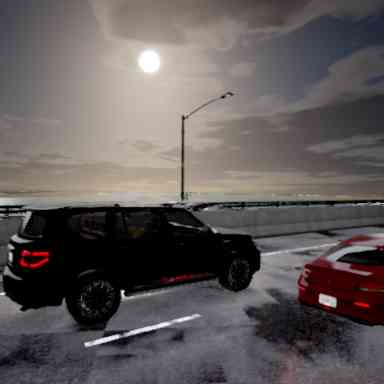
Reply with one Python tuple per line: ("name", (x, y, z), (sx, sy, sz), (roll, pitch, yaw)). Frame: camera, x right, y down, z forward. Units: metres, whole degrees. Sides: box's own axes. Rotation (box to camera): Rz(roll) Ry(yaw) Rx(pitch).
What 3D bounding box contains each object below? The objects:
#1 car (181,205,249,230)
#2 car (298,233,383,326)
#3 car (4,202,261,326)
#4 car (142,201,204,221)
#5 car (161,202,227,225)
("car", (1.565, 1.641, 22.242), (4.181, 1.385, 1.994), (0, 0, -35))
("car", (4.026, 1.563, 6.597), (4.674, 1.442, 1.812), (0, 0, -35))
("car", (-0.966, 1.239, 7.348), (5.566, 2.045, 2.150), (0, 0, -35))
("car", (-1.610, 1.574, 28.566), (4.902, 1.511, 2.128), (0, 0, -35))
("car", (0.188, 1.586, 25.553), (4.892, 1.490, 1.837), (0, 0, -35))
